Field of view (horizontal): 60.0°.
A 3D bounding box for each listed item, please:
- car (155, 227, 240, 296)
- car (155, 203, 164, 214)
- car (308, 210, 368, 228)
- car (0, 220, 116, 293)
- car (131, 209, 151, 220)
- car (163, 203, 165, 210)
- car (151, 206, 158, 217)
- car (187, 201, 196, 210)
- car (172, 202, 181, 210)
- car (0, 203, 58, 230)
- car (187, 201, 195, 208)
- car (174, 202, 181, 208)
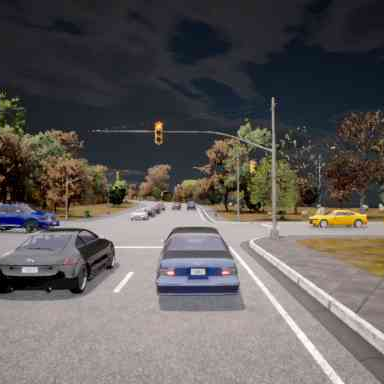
[{"bbox_3d":[0.070,1.647,8.971,2.033,1.411,5.357,0,-1,-1],"label":"car"},{"bbox_3d":[-7.194,3.536,65.045,2.033,1.411,5.357,0,0,0],"label":"car"},{"bbox_3d":[12.970,2.368,29.698,5.008,1.535,1.882,0,-3,-2],"label":"car"},{"bbox_3d":[-3.443,1.665,9.081,1.994,1.385,4.181,0,-1,0],"label":"car"},{"bbox_3d":[-7.217,3.146,46.279,1.812,1.442,4.674,0,-2,0],"label":"car"},{"bbox_3d":[-7.181,3.328,75.209,2.097,1.767,4.553,0,0,0],"label":"car"},{"bbox_3d":[-7.222,3.470,55.298,1.895,1.301,4.718,0,-1,0],"label":"car"},{"bbox_3d":[-0.187,3.311,77.853,2.097,1.767,4.553,0,0,0],"label":"car"},{"bbox_3d":[-3.689,3.486,78.314,1.812,1.442,4.674,0,0,0],"label":"car"},{"bbox_3d":[-12.177,1.814,23.222,5.566,2.045,2.150,0,-3,7],"label":"car"},{"bbox_3d":[-0.307,3.243,88.032,1.882,1.535,5.008,0,0,-4],"label":"car"},{"bbox_3d":[-3.830,3.428,88.290,1.837,1.490,4.892,0,0,-4],"label":"car"}]
